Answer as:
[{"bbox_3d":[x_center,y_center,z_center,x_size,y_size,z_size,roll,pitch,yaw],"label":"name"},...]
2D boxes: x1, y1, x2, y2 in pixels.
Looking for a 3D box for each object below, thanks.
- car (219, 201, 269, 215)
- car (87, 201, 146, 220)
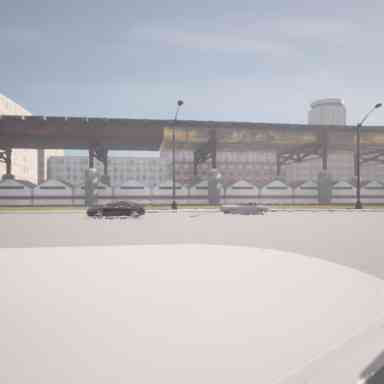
[{"bbox_3d":[5.162,1.594,33.271,4.718,1.301,1.895,0,0,-8],"label":"car"},{"bbox_3d":[-6.341,1.502,28.158,4.892,1.490,1.837,0,-1,-11],"label":"car"}]
